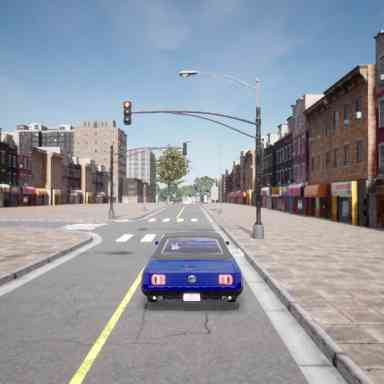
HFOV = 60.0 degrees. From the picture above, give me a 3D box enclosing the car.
[{"bbox_3d":[0.006,1.612,8.226,1.895,1.301,4.718,0,0,0],"label":"car"}]
